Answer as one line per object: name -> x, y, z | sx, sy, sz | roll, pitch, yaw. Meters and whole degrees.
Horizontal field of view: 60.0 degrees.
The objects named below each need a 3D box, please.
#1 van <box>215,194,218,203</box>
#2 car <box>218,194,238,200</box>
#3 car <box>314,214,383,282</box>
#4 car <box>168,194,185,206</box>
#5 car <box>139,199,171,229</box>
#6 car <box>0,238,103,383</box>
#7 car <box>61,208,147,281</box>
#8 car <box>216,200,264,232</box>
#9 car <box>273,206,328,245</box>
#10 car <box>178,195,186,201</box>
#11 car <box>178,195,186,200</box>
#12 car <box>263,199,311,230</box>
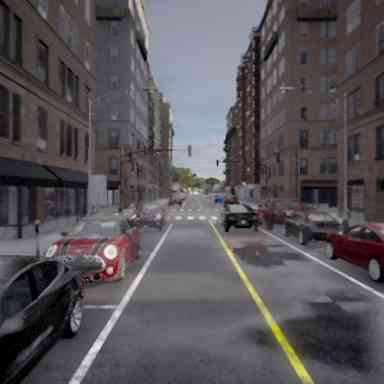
van -> 5.436, 1.311, 59.017 | 1.690, 1.788, 3.998 | 0, 0, 0
car -> 5.445, 1.293, 48.009 | 2.192, 1.841, 5.009 | 0, 0, 0
car -> 5.383, 1.549, 9.589 | 1.887, 1.381, 4.507 | 0, 0, 0
car -> -2.674, 1.273, 53.512 | 2.192, 1.841, 5.009 | 0, 0, 0
car -> -2.643, 1.421, 20.952 | 1.967, 1.590, 4.097 | 0, 0, 0
car -> -2.642, 1.558, 3.906 | 1.947, 1.339, 4.313 | 0, 0, 0
car -> -2.642, 1.429, 9.588 | 1.967, 1.590, 4.097 | 0, 0, 0
car -> 2.767, 1.470, 20.257 | 1.882, 1.535, 5.008 | 0, 0, 0
car -> 5.382, 1.552, 15.271 | 2.008, 1.369, 4.403 | 0, 0, 0
car -> -2.662, 1.479, 86.534 | 1.887, 1.381, 4.507 | 0, 0, 0
car -> -2.660, 1.481, 92.037 | 2.008, 1.369, 4.403 | 0, 0, 0
car -> 5.383, 1.312, 20.953 | 2.192, 1.841, 5.009 | 0, 0, 0
